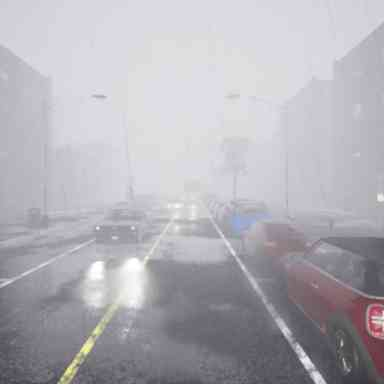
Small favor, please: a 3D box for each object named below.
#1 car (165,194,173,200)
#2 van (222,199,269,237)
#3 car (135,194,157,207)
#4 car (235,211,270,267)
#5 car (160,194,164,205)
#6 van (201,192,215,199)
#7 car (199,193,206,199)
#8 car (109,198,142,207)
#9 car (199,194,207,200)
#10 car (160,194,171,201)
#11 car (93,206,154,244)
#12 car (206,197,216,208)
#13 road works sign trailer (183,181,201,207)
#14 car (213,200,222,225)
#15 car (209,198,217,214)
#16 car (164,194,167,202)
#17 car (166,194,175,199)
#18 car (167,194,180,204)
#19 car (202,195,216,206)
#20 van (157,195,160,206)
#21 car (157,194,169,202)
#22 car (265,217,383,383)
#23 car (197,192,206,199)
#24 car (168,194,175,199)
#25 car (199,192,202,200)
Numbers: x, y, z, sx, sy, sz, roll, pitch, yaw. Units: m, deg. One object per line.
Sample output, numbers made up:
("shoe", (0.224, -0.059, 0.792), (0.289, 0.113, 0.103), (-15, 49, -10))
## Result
("car", (-5.693, 1.202, 83.060), (1.802, 1.307, 4.206), (-1, 0, 0))
("van", (2.685, 1.266, 16.482), (1.690, 1.788, 3.998), (-1, 0, 0))
("car", (-5.696, 1.140, 38.673), (2.192, 1.841, 5.009), (-1, 0, 0))
("car", (2.688, 1.532, 10.934), (1.802, 1.307, 4.206), (-1, 0, 0))
("car", (-5.695, 1.214, 49.770), (1.967, 1.590, 4.097), (-1, 0, 0))
("van", (2.685, 1.115, 49.771), (1.690, 1.788, 3.998), (-1, 0, 0))
("car", (2.687, 1.119, 88.779), (1.752, 1.417, 4.829), (-1, 0, 0))
("car", (-5.693, 1.426, 27.577), (2.008, 1.369, 4.403), (-1, 0, 0))
("car", (2.687, 1.186, 83.062), (1.947, 1.339, 4.313), (-1, 0, 0))
("car", (-5.694, 1.217, 71.963), (1.887, 1.381, 4.507), (-1, 0, 0))
("car", (-3.100, 1.530, 15.580), (1.895, 1.301, 4.718), (0, 0, 0))
("car", (2.687, 1.431, 33.128), (1.802, 1.307, 4.206), (-1, 0, 0))
("road works sign trailer", (0.011, 0.255, 46.048), (2.380, 3.560, 2.880), (0, 0, 0))
("car", (2.687, 1.444, 22.031), (1.887, 1.381, 4.507), (-1, 0, 0))
("car", (2.687, 1.456, 27.579), (1.802, 1.307, 4.206), (-1, 0, 0))
("car", (-5.694, 1.293, 55.319), (1.887, 1.381, 4.507), (-1, 0, 0))
("car", (-5.694, 1.146, 88.608), (2.008, 1.369, 4.403), (-1, 0, 0))
("car", (-3.051, 1.345, 56.226), (1.895, 1.301, 4.718), (0, 0, 1))
("car", (2.687, 1.381, 44.224), (1.802, 1.307, 4.206), (-1, 0, 0))
("van", (-5.696, 1.141, 44.221), (1.690, 1.788, 3.998), (-1, 0, 0))
("car", (-5.695, 1.138, 66.415), (1.967, 1.590, 4.097), (-1, 0, 0))
("car", (2.686, 1.415, 5.385), (1.967, 1.590, 4.097), (-1, 0, 0))
("car", (2.684, 0.883, 94.158), (2.192, 1.841, 5.009), (-1, 0, 0))
("car", (-5.694, 1.151, 94.157), (1.802, 1.307, 4.206), (-1, 0, 0))
("car", (2.685, 1.063, 55.320), (2.192, 1.841, 5.009), (-1, 0, 0))
